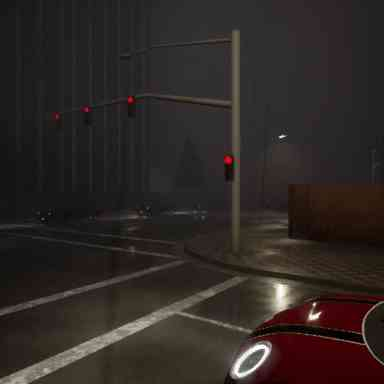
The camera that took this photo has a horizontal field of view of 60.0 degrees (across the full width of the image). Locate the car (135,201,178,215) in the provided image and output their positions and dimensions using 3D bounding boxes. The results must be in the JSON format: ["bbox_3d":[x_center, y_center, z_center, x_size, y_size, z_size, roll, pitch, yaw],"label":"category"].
[{"bbox_3d":[-3.538,1.601,33.610,1.895,1.301,4.718,0,0,35],"label":"car"}]

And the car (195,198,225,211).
[{"bbox_3d":[2.306,1.491,41.820,2.128,1.511,4.902,0,0,36],"label":"car"}]

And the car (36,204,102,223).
[{"bbox_3d":[-9.319,1.601,25.455,1.895,1.301,4.718,0,0,35],"label":"car"}]

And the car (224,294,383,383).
[{"bbox_3d":[2.449,1.352,2.211,4.553,1.767,2.097,0,0,36],"label":"car"}]

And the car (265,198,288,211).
[{"bbox_3d":[10.746,1.492,41.332,2.128,1.511,4.902,0,0,36],"label":"car"}]
